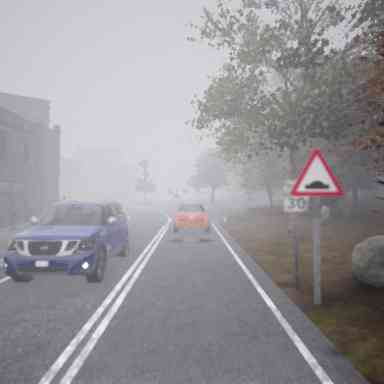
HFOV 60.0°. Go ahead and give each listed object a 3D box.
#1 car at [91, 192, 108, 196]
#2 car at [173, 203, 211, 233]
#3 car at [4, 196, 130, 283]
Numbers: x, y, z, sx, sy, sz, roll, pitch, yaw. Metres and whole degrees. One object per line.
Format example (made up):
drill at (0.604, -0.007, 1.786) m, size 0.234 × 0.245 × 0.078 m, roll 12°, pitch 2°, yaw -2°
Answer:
car at (-13.465, 1.051, 48.292) m, size 2.150 × 2.045 × 5.566 m, roll 0°, pitch 0°, yaw -22°
car at (0.007, 1.417, 20.252) m, size 2.097 × 1.767 × 4.553 m, roll 0°, pitch 0°, yaw 1°
car at (-3.368, 1.277, 10.232) m, size 2.150 × 2.045 × 5.566 m, roll 0°, pitch 0°, yaw 0°
